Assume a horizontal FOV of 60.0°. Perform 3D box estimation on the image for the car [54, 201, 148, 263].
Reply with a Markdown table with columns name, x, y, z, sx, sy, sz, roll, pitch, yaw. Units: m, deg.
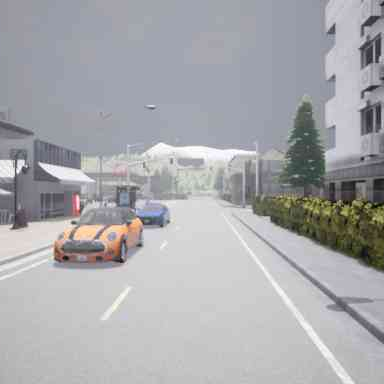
| name | x | y | z | sx | sy | sz | roll | pitch | yaw |
| --- | --- | --- | --- | --- | --- | --- | --- | --- | --- |
| car | -3.152 | 1.374 | 12.075 | 2.097 | 1.767 | 4.553 | 0 | 0 | 2 |

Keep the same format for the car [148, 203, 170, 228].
| name | x | y | z | sx | sy | sz | roll | pitch | yaw |
| --- | --- | --- | --- | --- | --- | --- | --- | --- | --- |
| car | -2.645 | 1.520 | 22.828 | 1.882 | 1.535 | 5.008 | 0 | 0 | 3 |

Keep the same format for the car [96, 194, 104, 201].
| name | x | y | z | sx | sy | sz | roll | pitch | yaw |
| --- | --- | --- | --- | --- | --- | --- | --- | --- | --- |
| car | -22.615 | 1.434 | 79.051 | 1.932 | 1.855 | 4.605 | 0 | 0 | 2 |

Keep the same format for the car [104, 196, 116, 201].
| name | x | y | z | sx | sy | sz | roll | pitch | yaw |
| --- | --- | --- | --- | --- | --- | --- | --- | --- | --- |
| car | -16.078 | 1.616 | 68.771 | 2.007 | 1.523 | 4.514 | 0 | 0 | 2 |

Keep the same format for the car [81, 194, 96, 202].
| name | x | y | z | sx | sy | sz | roll | pitch | yaw |
| --- | --- | --- | --- | --- | --- | --- | --- | --- | --- |
| car | -20.019 | 1.537 | 61.874 | 1.970 | 1.475 | 3.806 | 0 | 0 | 2 |

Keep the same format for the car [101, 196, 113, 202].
| name | x | y | z | sx | sy | sz | roll | pitch | yaw |
| --- | --- | --- | --- | --- | --- | --- | --- | --- | --- |
| car | -22.316 | 1.713 | 87.524 | 1.970 | 1.475 | 3.806 | 0 | 0 | 2 |
